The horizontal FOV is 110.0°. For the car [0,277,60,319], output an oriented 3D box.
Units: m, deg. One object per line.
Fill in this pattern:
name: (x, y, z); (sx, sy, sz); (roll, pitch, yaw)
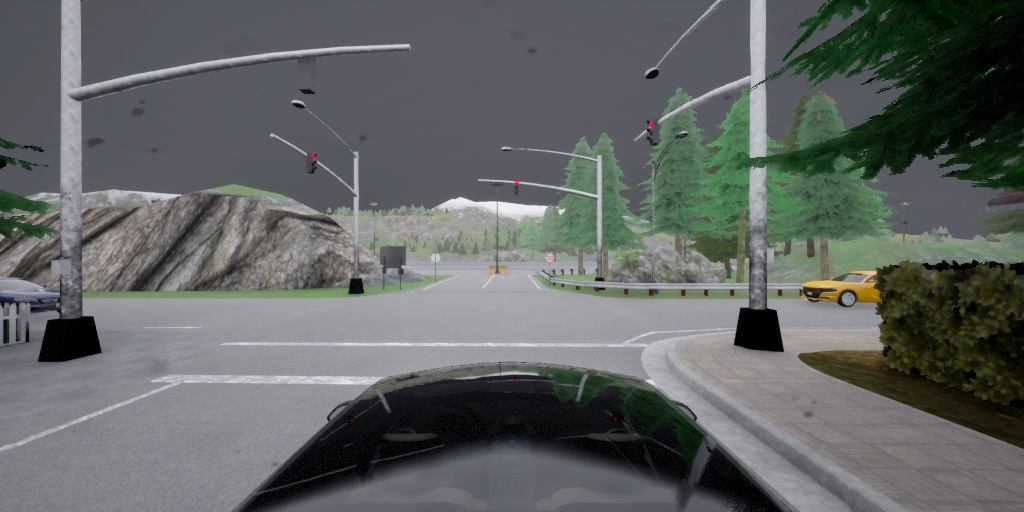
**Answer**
car: (-18.279, 1.467, 12.677); (4.674, 1.442, 1.812); (0, 0, 0)

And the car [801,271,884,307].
car: (15.954, 1.419, 16.193); (5.008, 1.535, 1.882); (0, 0, 0)
